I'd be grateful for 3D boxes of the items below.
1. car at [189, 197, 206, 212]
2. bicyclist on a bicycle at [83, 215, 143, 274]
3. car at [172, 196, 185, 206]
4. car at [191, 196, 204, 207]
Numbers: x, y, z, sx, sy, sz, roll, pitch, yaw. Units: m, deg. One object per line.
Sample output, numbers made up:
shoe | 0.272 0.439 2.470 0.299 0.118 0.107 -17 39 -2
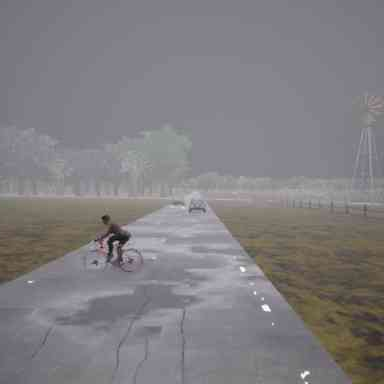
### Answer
car | 0.610 1.516 37.655 2.033 1.411 5.357 0 0 1
bicyclist on a bicycle | -2.180 1.450 9.118 1.656 1.620 0.582 -2 0 1
car | -2.122 1.420 52.265 1.882 1.535 5.008 0 0 1
car | 0.789 1.424 50.167 1.882 1.535 5.008 0 0 1
